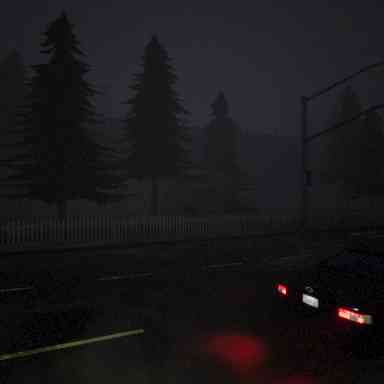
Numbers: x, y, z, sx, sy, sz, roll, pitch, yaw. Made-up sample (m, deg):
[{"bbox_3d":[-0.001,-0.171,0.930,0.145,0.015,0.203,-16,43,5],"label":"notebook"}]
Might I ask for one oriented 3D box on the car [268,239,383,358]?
[{"bbox_3d":[3.891,1.547,5.698,5.357,1.411,2.033,0,0,-26],"label":"car"}]
